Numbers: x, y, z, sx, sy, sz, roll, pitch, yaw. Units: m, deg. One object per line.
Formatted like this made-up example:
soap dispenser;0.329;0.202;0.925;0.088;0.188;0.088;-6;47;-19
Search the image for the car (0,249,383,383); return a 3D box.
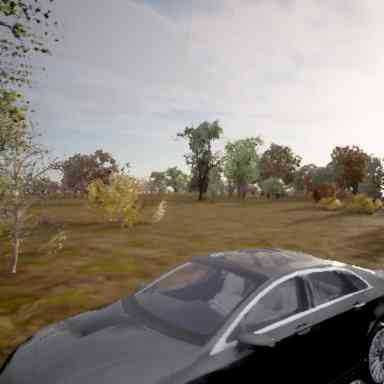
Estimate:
car;0.545;1.491;3.768;4.902;1.511;2.128;0;0;-36
